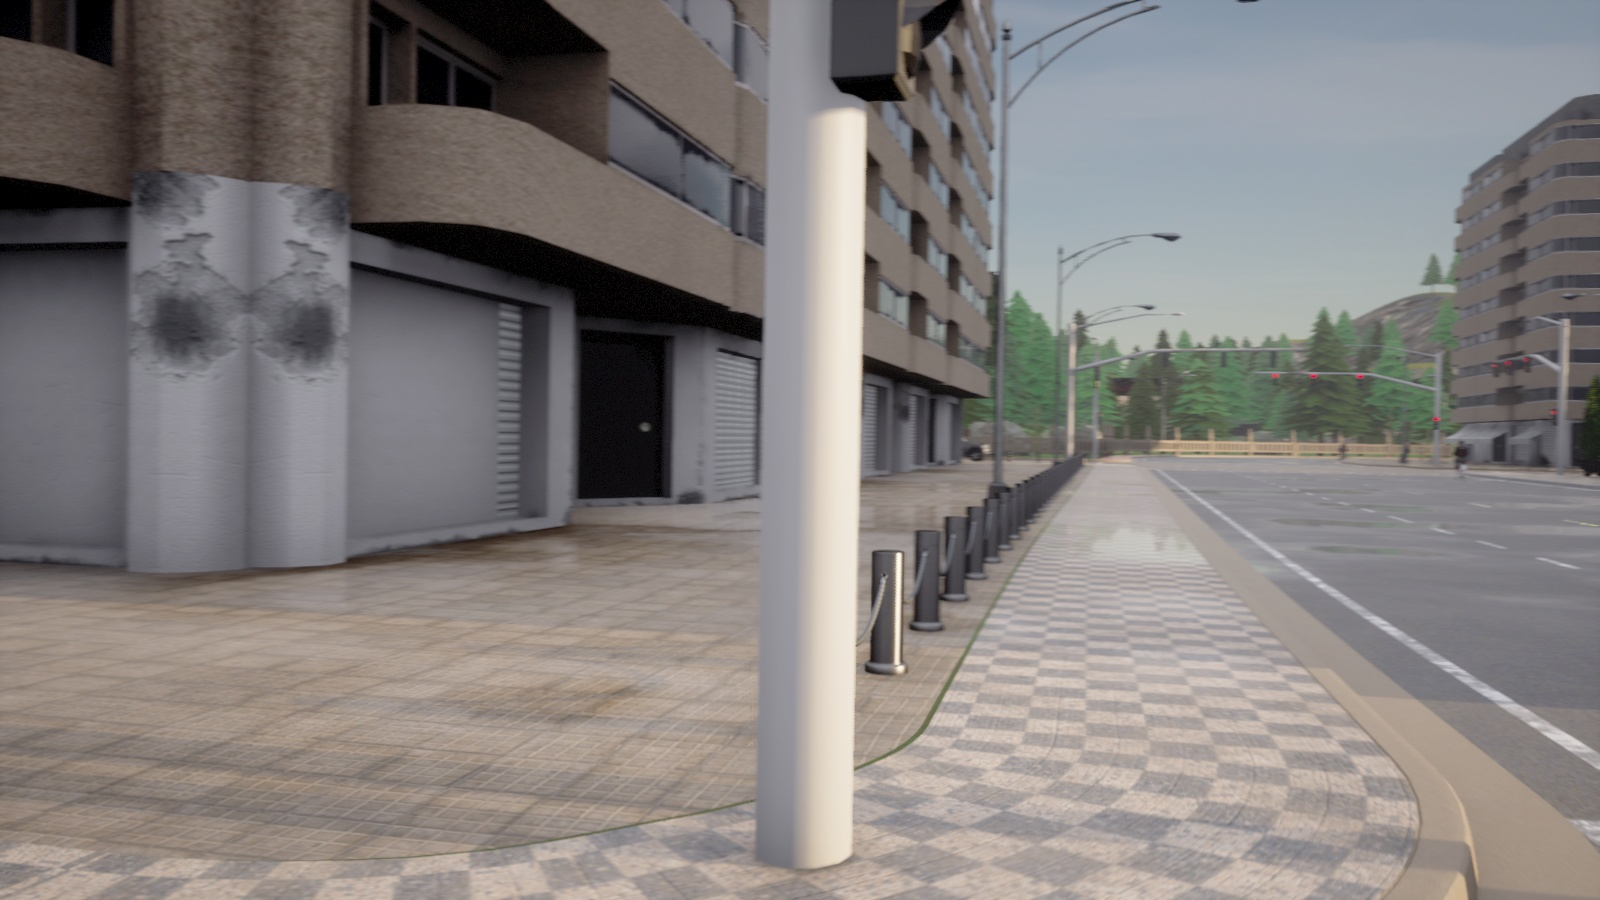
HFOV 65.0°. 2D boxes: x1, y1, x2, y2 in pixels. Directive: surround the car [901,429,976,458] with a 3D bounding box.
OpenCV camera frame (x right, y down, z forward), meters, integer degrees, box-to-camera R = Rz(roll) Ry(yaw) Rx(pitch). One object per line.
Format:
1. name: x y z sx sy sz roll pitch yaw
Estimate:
1. car: 8.910 -0.413 80.547 4.605 1.855 1.932 0 1 13
